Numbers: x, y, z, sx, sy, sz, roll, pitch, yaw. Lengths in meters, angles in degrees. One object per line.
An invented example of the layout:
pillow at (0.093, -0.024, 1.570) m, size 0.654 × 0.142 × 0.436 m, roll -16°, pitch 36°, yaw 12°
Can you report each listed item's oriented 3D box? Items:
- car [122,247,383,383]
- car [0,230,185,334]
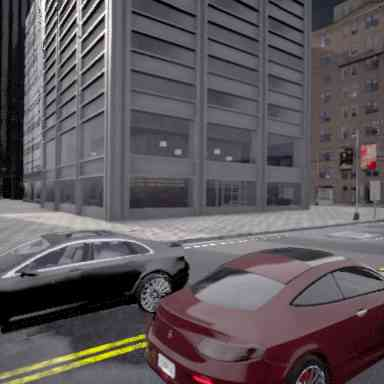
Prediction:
car at (1.626, 1.524, 4.599) m, size 4.674 × 1.442 × 1.812 m, roll 0°, pitch 0°, yaw -35°
car at (-2.316, 1.491, 6.023) m, size 4.902 × 1.511 × 2.128 m, roll 0°, pitch 0°, yaw -35°
